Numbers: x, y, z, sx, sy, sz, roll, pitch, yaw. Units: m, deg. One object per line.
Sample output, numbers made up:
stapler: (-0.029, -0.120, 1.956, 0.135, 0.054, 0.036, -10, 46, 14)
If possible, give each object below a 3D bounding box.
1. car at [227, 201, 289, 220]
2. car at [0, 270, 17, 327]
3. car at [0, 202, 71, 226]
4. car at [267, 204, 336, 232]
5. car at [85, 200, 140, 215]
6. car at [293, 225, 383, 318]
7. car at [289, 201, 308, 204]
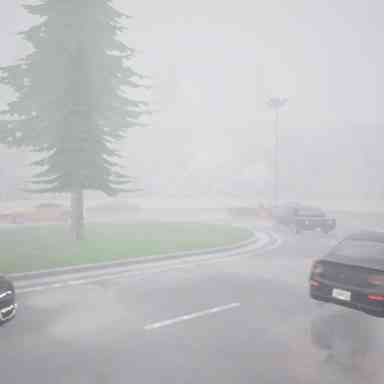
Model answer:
car: (5.166, 1.561, 27.312, 4.718, 1.301, 1.895, 0, 0, 43)
car: (-5.064, 1.508, 4.384, 4.892, 1.490, 1.837, 0, 0, -36)
car: (-10.888, 1.468, 23.834, 5.008, 1.535, 1.882, 0, -1, -43)
car: (6.124, 1.569, 18.963, 1.895, 1.301, 4.718, 0, 0, -6)
car: (-7.935, 1.521, 33.466, 5.357, 1.411, 2.033, 0, 0, -15)
car: (4.226, 1.511, 6.938, 4.674, 1.442, 1.812, 0, 0, -40)
car: (8.587, 1.501, 28.826, 2.033, 1.411, 5.357, 0, 0, -44)
